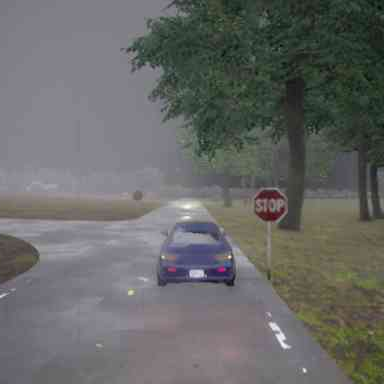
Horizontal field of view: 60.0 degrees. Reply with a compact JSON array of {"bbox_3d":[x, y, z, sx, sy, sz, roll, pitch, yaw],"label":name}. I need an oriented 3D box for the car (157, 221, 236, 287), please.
[{"bbox_3d":[0.100,1.527,9.200,1.812,1.442,4.674,0,0,0],"label":"car"}]
